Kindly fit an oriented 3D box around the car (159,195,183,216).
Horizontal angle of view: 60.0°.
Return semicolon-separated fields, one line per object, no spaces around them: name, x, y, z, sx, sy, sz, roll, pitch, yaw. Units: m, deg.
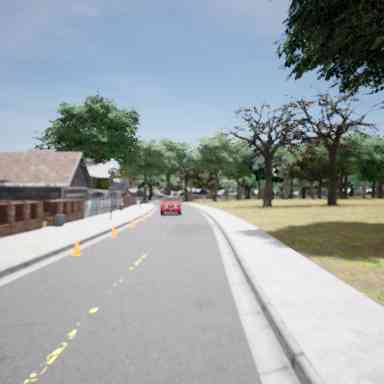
car;-2.155;1.361;34.925;2.150;2.045;5.566;0;0;-3

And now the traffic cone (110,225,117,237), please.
traffic cone;-4.006;1.992;16.998;0.340;0.580;0.340;0;0;1

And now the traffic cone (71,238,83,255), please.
traffic cone;-4.166;1.974;12.039;0.340;0.580;0.340;0;0;2

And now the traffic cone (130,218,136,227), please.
traffic cone;-3.924;2.015;21.959;0.340;0.580;0.340;0;0;0
